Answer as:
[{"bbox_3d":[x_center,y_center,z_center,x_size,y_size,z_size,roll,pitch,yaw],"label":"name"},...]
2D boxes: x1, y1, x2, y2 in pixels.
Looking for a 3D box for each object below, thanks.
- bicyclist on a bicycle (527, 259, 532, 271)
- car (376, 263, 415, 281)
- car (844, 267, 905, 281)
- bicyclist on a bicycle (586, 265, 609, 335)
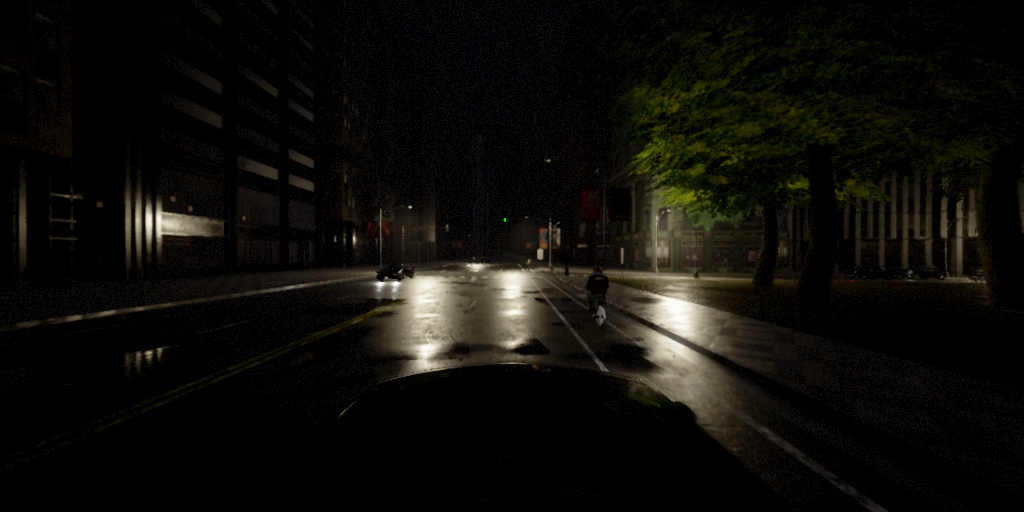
[{"bbox_3d":[2.262,1.239,48.296,0.866,1.612,1.509,0,0,0],"label":"bicyclist on a bicycle"},{"bbox_3d":[-9.765,1.327,30.579,2.033,1.411,5.357,0,0,0],"label":"car"},{"bbox_3d":[39.715,1.984,39.771,4.902,1.511,2.128,1,0,-1],"label":"car"},{"bbox_3d":[2.250,1.123,9.600,0.659,1.776,1.843,0,0,0],"label":"bicyclist on a bicycle"}]
